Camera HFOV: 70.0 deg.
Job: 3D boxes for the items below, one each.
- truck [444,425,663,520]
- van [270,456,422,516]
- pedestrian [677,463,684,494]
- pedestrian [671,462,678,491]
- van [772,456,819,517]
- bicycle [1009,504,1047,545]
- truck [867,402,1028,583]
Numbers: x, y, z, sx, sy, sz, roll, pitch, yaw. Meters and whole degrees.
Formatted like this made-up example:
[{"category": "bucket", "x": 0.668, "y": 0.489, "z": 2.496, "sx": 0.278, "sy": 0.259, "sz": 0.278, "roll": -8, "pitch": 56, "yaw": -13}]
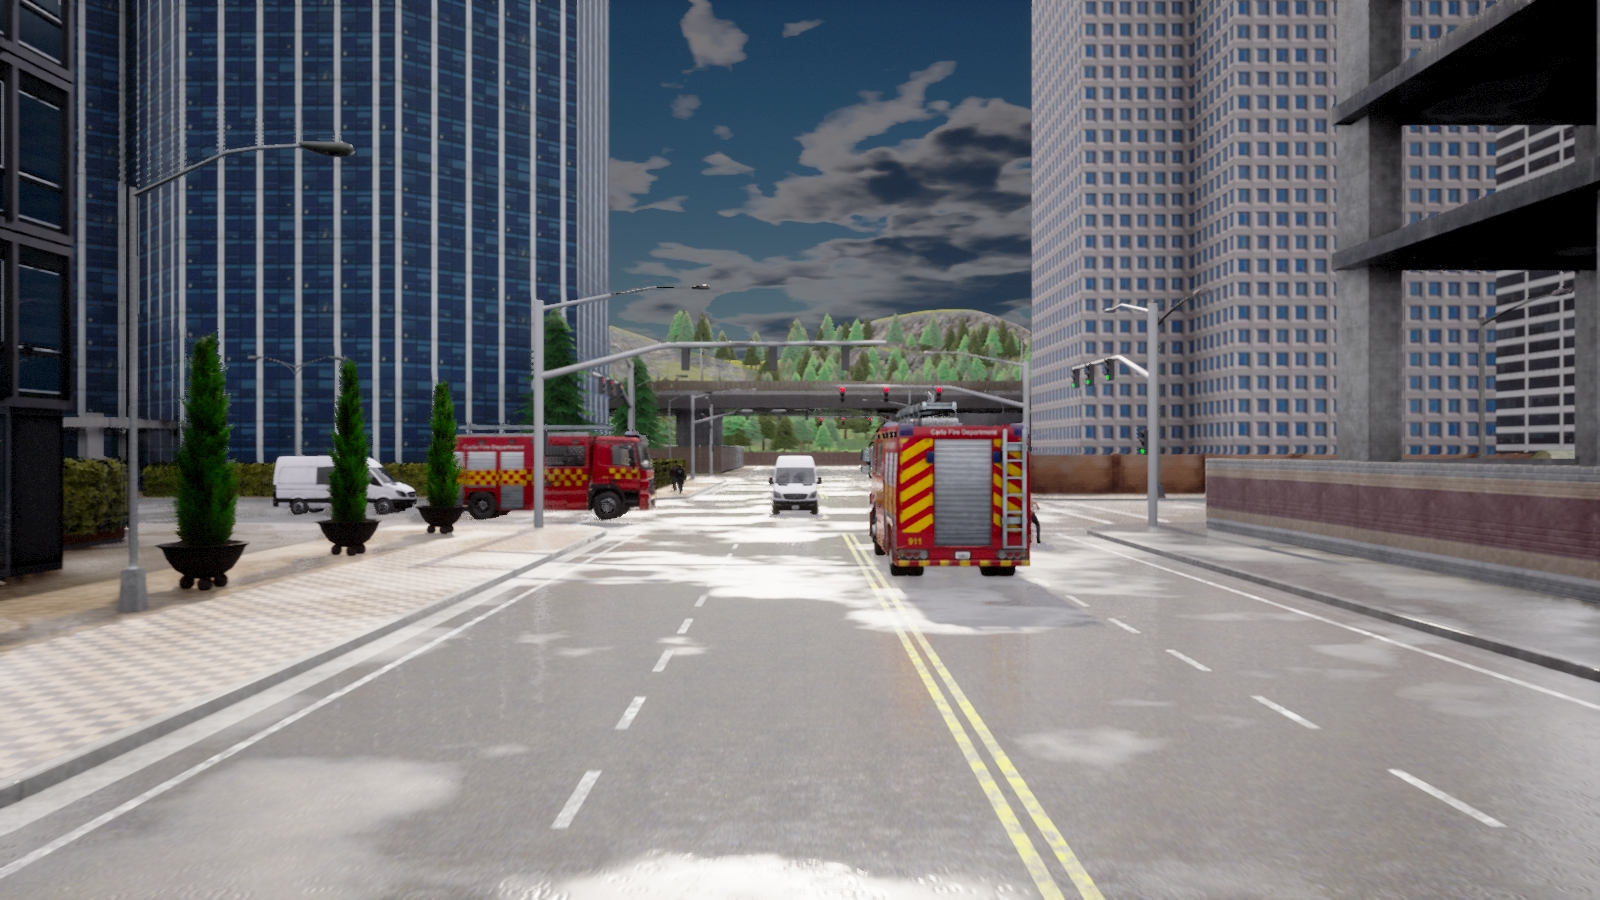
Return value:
[{"category": "truck", "x": -10.054, "y": 0.904, "z": 47.324, "sx": 8.468, "sy": 3.827, "sz": 2.891, "roll": 0, "pitch": 0, "yaw": -1}, {"category": "van", "x": -19.989, "y": 1.549, "z": 50.461, "sx": 5.915, "sy": 2.561, "sz": 1.988, "roll": 0, "pitch": 0, "yaw": 0}, {"category": "pedestrian", "x": -7.251, "y": 1.715, "z": 69.425, "sx": 0.375, "sy": 1.860, "sz": 0.375, "roll": 0, "pitch": 0, "yaw": -1}, {"category": "pedestrian", "x": -8.069, "y": 1.716, "z": 73.550, "sx": 0.375, "sy": 1.860, "sz": 0.375, "roll": 0, "pitch": 0, "yaw": 6}, {"category": "van", "x": -0.214, "y": 1.548, "z": 51.319, "sx": 1.988, "sy": 2.561, "sz": 5.915, "roll": 0, "pitch": 0, "yaw": 0}, {"category": "bicycle", "x": 6.873, "y": 2.242, "z": 34.511, "sx": 0.859, "sy": 1.126, "sz": 1.487, "roll": 0, "pitch": 0, "yaw": 0}, {"category": "truck", "x": 3.377, "y": 0.899, "z": 28.449, "sx": 2.891, "sy": 3.827, "sz": 8.468, "roll": 0, "pitch": 0, "yaw": 0}]
